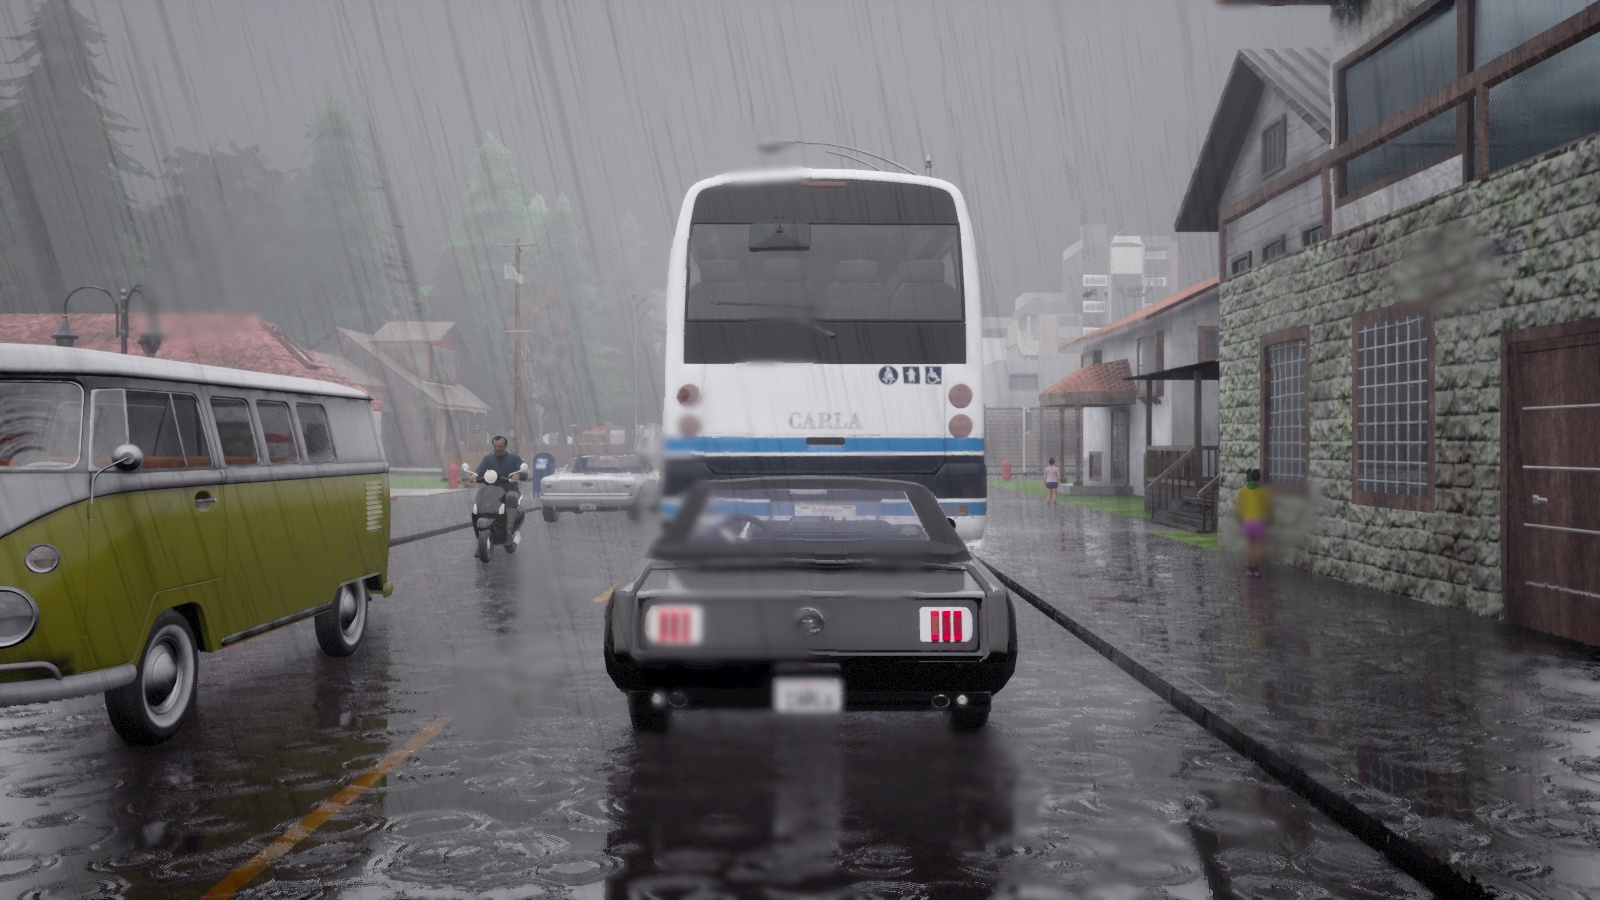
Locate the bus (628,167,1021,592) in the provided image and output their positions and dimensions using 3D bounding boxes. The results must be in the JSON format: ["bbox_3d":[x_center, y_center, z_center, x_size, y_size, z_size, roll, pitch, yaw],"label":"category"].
[{"bbox_3d":[0.139,-0.730,17.748,3.944,4.253,10.273,0,0,-1],"label":"bus"}]

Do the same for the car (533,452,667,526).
[{"bbox_3d":[-3.866,0.702,25.048,1.895,1.301,4.718,0,0,0],"label":"car"}]

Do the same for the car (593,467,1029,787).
[{"bbox_3d":[0.053,0.803,7.818,1.895,1.301,4.718,0,0,0],"label":"car"}]

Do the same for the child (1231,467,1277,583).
[{"bbox_3d":[4.713,0.766,13.030,0.299,1.160,0.473,0,0,40],"label":"child"}]

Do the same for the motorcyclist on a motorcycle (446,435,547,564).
[{"bbox_3d":[-3.907,0.605,16.322,0.866,1.590,1.817,0,0,0],"label":"motorcyclist on a motorcycle"}]

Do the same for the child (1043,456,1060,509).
[{"bbox_3d":[5.337,0.690,26.671,0.255,1.110,0.394,0,0,26],"label":"child"}]

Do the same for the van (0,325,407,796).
[{"bbox_3d":[-3.948,0.454,7.522,1.775,1.987,4.442,0,0,0],"label":"van"}]
